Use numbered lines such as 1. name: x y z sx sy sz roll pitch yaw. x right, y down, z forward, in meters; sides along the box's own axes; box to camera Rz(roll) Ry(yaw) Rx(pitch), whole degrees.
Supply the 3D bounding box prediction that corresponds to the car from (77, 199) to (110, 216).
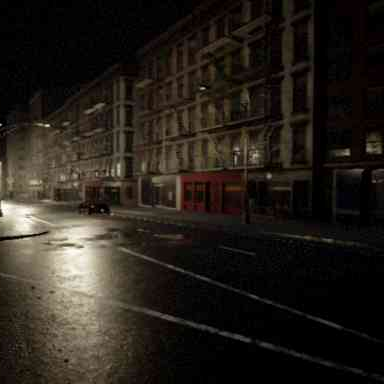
1. car: -8.888 1.335 29.856 1.812 1.442 4.674 -1 0 -35
